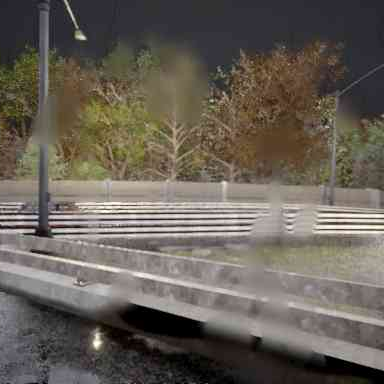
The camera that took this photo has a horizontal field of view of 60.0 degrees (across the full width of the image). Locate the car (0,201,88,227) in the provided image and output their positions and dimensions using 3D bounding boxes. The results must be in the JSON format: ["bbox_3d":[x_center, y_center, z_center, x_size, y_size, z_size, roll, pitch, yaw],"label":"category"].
[{"bbox_3d":[-7.557,1.201,16.346,4.553,1.767,2.097,1,0,-9],"label":"car"}]
